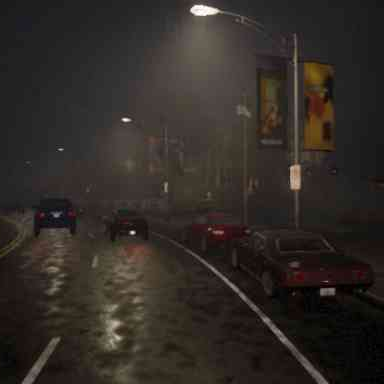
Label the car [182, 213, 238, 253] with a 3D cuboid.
[{"bbox_3d":[0.931,1.606,14.144,2.002,1.452,4.674,0,0,-17],"label":"car"}]

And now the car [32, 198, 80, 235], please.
[{"bbox_3d":[-8.383,1.387,20.196,2.150,2.045,5.566,0,-1,-25],"label":"car"}]

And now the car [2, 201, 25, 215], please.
[{"bbox_3d":[-21.021,1.847,39.135,1.837,1.490,4.892,0,0,-36],"label":"car"}]

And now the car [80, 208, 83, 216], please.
[{"bbox_3d":[-12.688,1.818,33.713,2.033,1.411,5.357,0,0,-36],"label":"car"}]

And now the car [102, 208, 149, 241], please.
[{"bbox_3d":[-3.566,1.633,17.594,1.837,1.490,4.892,0,-1,-20],"label":"car"}]

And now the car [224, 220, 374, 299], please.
[{"bbox_3d":[2.342,1.640,8.590,1.895,1.301,4.718,0,0,-7],"label":"car"}]
